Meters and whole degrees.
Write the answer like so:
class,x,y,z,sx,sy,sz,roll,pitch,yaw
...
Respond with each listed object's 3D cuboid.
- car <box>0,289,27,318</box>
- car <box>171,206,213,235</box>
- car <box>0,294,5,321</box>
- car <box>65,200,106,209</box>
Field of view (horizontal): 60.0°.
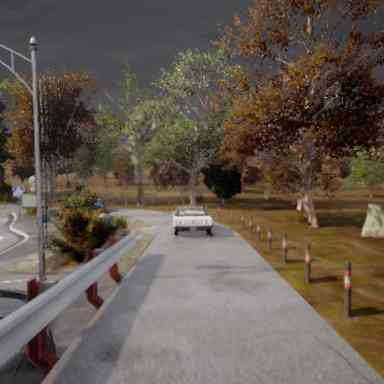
class,x,y,z,sx,sy,sz,roll,pitch,yaw
car,-6.941,3.312,9.190,4.792,1.488,2.163,-1,5,-20
car,-0.122,1.412,17.701,1.895,1.301,4.718,-1,1,-5
car,-6.940,3.295,6.153,5.566,2.045,2.435,-1,5,-20
car,-10.442,1.154,32.403,4.674,1.442,1.812,1,5,31
